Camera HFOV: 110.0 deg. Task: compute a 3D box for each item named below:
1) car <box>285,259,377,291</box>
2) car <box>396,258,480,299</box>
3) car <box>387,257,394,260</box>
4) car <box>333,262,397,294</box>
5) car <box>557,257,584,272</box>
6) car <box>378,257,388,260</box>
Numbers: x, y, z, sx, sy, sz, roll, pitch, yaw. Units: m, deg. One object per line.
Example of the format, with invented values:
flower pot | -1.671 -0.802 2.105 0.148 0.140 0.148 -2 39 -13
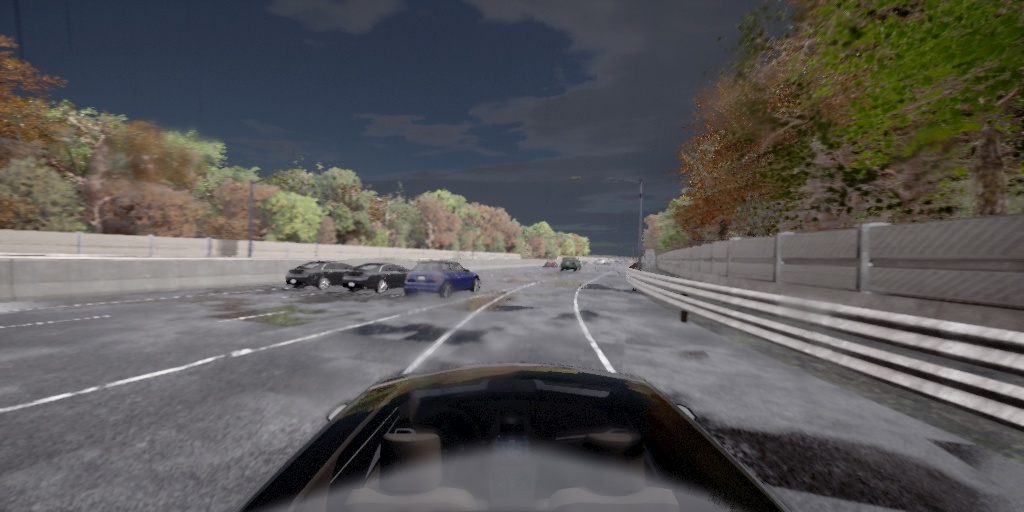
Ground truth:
car | -9.977 1.034 19.930 1.837 1.490 4.892 1 0 19
car | -3.291 1.020 17.812 2.097 1.767 4.553 1 0 19
car | -16.388 1.040 54.678 1.812 1.442 4.674 1 0 20
car | -6.636 1.104 18.883 1.837 1.490 4.892 1 0 19
car | 8.454 1.235 51.382 2.150 2.045 5.566 1 0 19
car | -19.847 0.923 55.374 1.882 1.535 5.008 1 0 20
